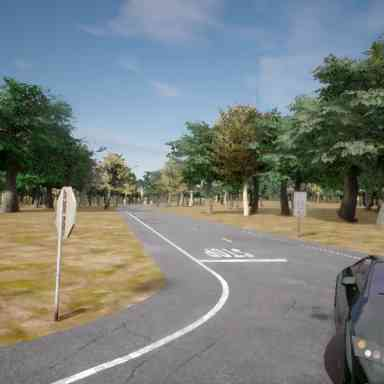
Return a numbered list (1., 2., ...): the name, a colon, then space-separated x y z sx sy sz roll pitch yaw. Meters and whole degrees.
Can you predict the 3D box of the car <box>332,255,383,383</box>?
1. car: 3.076 1.642 4.582 1.994 1.385 4.181 1 -1 22
